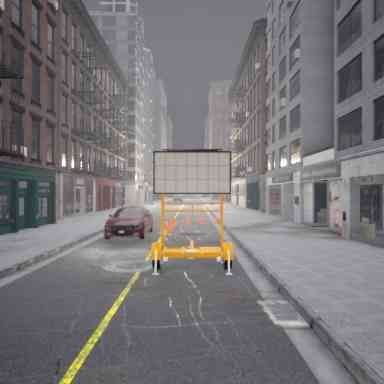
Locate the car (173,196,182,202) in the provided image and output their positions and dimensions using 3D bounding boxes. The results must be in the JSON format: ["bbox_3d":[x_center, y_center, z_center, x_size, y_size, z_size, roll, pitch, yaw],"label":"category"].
[{"bbox_3d":[-2.982,1.499,70.677,2.033,1.411,5.357,0,0,0],"label":"car"}]

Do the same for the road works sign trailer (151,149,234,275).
[{"bbox_3d":[0.009,0.462,10.413,2.380,3.560,2.880,0,0,0],"label":"road works sign trailer"}]

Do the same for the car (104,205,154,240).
[{"bbox_3d":[-3.095,1.473,17.092,1.882,1.535,5.008,0,0,0],"label":"car"}]
